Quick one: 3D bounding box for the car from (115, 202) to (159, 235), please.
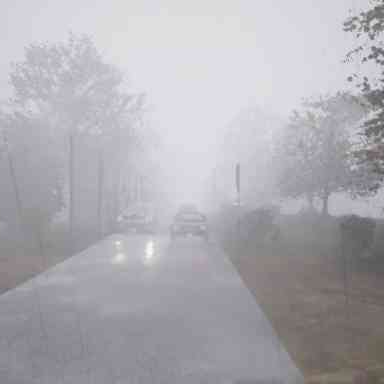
[{"bbox_3d":[-3.124,1.470,19.741,2.097,1.767,4.553,0,-1,-1],"label":"car"}]

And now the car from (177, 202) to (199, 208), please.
[{"bbox_3d":[-0.382,1.862,35.405,1.837,1.490,4.892,0,-1,-1],"label":"car"}]

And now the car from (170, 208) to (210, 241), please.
[{"bbox_3d":[-0.124,1.698,17.361,1.895,1.301,4.718,0,-1,-1],"label":"car"}]

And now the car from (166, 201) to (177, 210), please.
[{"bbox_3d":[-3.553,2.334,60.115,2.097,1.767,4.553,0,-2,0],"label":"car"}]
